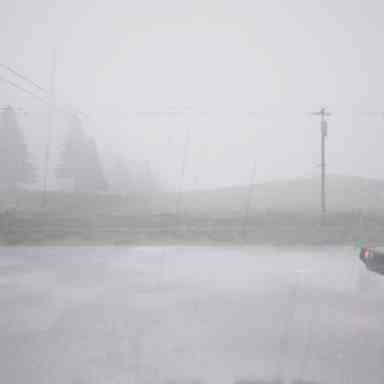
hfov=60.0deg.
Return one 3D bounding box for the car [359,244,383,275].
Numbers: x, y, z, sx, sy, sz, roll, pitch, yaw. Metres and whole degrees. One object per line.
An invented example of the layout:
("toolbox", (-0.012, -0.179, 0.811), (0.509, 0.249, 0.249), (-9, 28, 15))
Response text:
("car", (6.579, 1.551, 7.711), (4.718, 1.301, 1.895), (0, 1, -9))
